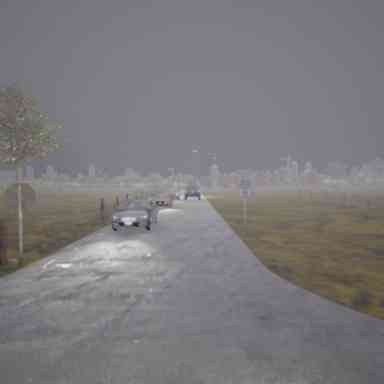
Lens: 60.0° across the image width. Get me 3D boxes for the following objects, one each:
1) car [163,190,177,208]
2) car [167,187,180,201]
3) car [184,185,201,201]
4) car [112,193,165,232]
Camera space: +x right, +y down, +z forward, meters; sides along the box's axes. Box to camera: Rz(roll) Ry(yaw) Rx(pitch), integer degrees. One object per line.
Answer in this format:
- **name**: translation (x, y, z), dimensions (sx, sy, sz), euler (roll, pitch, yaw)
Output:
- **car**: translation (-2.795, 0.782, 31.317), dimensions (1.994, 1.385, 4.181), euler (-1, 1, 0)
- **car**: translation (-2.726, 0.215, 45.167), dimensions (2.097, 1.767, 4.553), euler (-1, 2, 1)
- **car**: translation (0.061, 0.029, 44.902), dimensions (2.150, 2.045, 5.566), euler (-1, 1, 0)
- **car**: translation (-2.839, 1.077, 17.305), dimensions (2.128, 1.511, 4.902), euler (-1, 2, 0)
